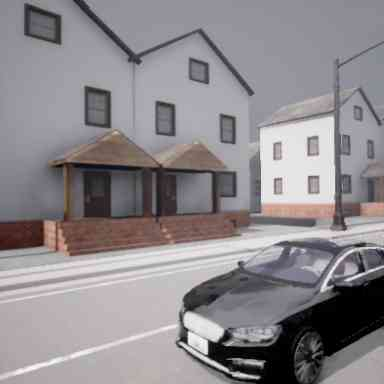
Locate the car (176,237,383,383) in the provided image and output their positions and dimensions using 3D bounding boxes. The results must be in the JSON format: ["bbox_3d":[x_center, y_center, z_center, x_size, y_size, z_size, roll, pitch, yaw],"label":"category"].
[{"bbox_3d":[2.012,1.566,5.521,4.902,1.511,2.128,0,-1,-37],"label":"car"}]
